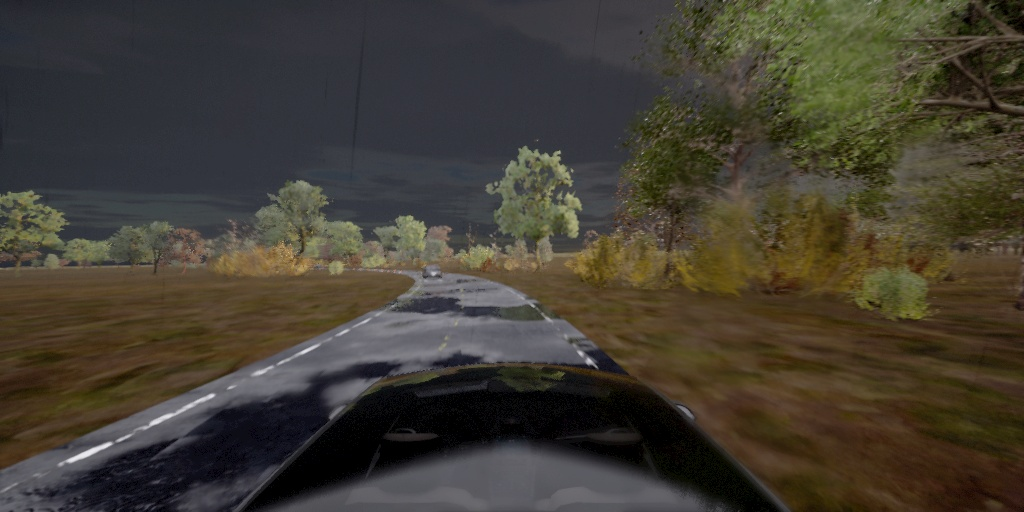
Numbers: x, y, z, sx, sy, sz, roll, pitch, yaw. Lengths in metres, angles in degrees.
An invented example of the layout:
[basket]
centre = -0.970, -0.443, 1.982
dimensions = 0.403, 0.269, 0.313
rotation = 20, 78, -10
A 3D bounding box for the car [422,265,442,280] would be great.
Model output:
[car]
centre = -8.678, 1.719, 38.920
dimensions = 2.128, 1.511, 4.902
rotation = -1, -1, -17

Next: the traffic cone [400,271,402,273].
[traffic cone]
centre = -18.696, 2.550, 60.364
dimensions = 0.340, 0.580, 0.340
rotation = 0, 0, -28
